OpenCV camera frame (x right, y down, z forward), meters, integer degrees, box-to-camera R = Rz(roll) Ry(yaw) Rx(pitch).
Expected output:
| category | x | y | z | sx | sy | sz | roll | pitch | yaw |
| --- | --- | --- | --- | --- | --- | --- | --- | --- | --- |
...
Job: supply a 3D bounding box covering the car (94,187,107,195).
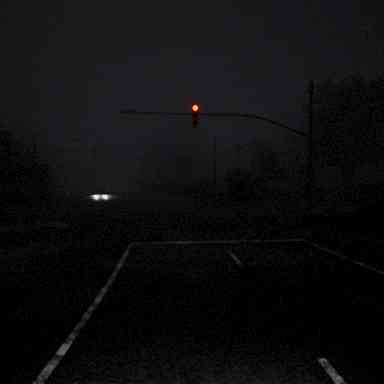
| category | x | y | z | sx | sy | sz | roll | pitch | yaw |
| --- | --- | --- | --- | --- | --- | --- | --- | --- | --- |
| car | -15.845 | -0.273 | 57.416 | 1.895 | 1.301 | 4.718 | -1 | 2 | -19 |
